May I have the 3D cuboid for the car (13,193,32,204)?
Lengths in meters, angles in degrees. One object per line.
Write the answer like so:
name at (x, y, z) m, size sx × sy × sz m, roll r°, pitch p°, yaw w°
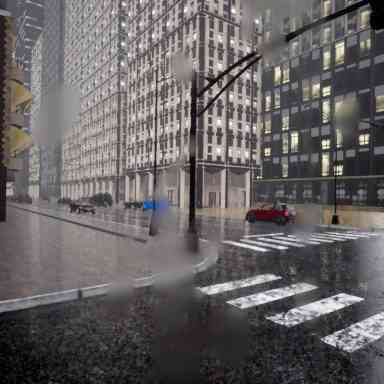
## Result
car at (-30.523, 1.155, 60.525) m, size 2.192 × 1.841 × 5.009 m, roll 1°, pitch -1°, yaw -35°

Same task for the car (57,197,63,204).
car at (-22.598, 1.522, 59.346) m, size 1.994 × 1.385 × 4.181 m, roll 1°, pitch -1°, yaw -35°

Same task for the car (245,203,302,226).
car at (5.742, 1.505, 23.926) m, size 1.967 × 1.590 × 4.097 m, roll 1°, pitch -1°, yaw -35°

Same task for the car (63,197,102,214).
car at (-10.903, 1.427, 32.890) m, size 2.008 × 1.369 × 4.403 m, roll 1°, pitch -1°, yaw -35°

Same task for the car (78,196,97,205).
car at (-18.499, 1.525, 58.843) m, size 1.837 × 1.490 × 4.892 m, roll 1°, pitch -1°, yaw -35°

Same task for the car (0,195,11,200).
car at (-46.784, 1.365, 83.413) m, size 1.752 × 1.417 × 4.829 m, roll 1°, pitch -1°, yaw -35°

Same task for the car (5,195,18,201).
car at (-40.338, 1.378, 74.338) m, size 2.008 × 1.369 × 4.403 m, roll 1°, pitch -1°, yaw -35°

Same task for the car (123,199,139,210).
car at (-7.342, 1.584, 42.347) m, size 2.008 × 1.369 × 4.403 m, roll 1°, pitch -1°, yaw -35°

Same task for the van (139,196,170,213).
van at (-4.068, 1.382, 37.743) m, size 1.690 × 1.788 × 3.998 m, roll 1°, pitch -1°, yaw -35°

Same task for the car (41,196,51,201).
car at (-36.779, 1.570, 83.794) m, size 1.802 × 1.307 × 4.206 m, roll 1°, pitch -1°, yaw -35°

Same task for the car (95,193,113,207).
car at (-14.490, 1.255, 53.140) m, size 2.150 × 2.045 × 5.566 m, roll 1°, pitch -1°, yaw -35°

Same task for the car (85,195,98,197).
car at (-16.815, 1.515, 51.200) m, size 2.033 × 1.411 × 5.357 m, roll 1°, pitch -1°, yaw -35°

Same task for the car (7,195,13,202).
car at (-37.068, 1.397, 69.733) m, size 1.947 × 1.339 × 4.313 m, roll 1°, pitch -1°, yaw -35°
